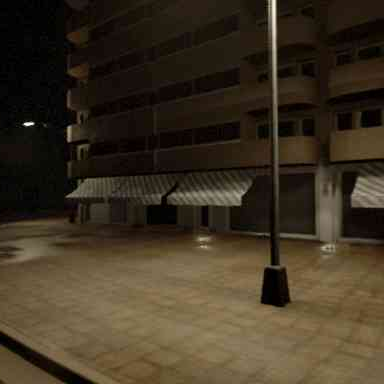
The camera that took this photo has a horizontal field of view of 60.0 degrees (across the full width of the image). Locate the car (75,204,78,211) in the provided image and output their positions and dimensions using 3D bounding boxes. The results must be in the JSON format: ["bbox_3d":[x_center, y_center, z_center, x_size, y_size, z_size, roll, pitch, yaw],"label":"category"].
[{"bbox_3d":[-14.666,2.053,47.829,1.812,1.442,4.674,-1,-1,31],"label":"car"}]
